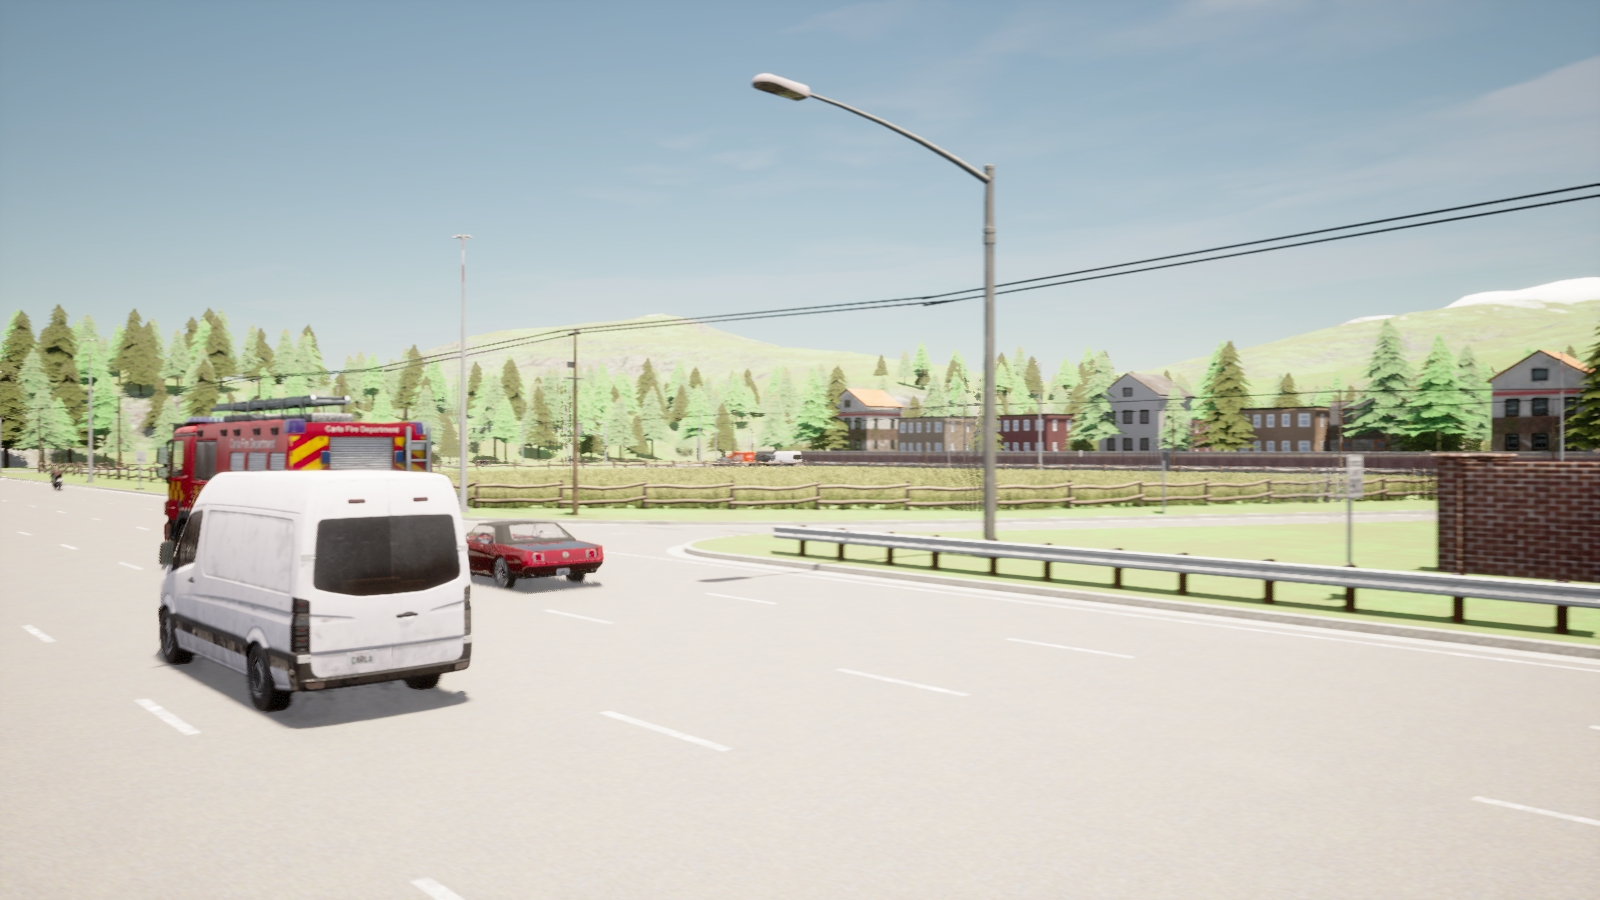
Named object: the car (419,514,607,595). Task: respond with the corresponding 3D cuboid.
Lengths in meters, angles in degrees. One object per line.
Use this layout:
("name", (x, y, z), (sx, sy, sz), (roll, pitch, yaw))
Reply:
("car", (-6.238, 2.148, 24.508), (1.895, 1.301, 4.718), (0, 0, -42))

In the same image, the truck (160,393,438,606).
("truck", (-11.024, 0.885, 24.561), (2.891, 3.827, 8.468), (0, 0, -43))

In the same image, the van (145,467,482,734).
("van", (-6.249, 1.531, 14.158), (1.988, 2.561, 5.915), (0, 0, -42))
